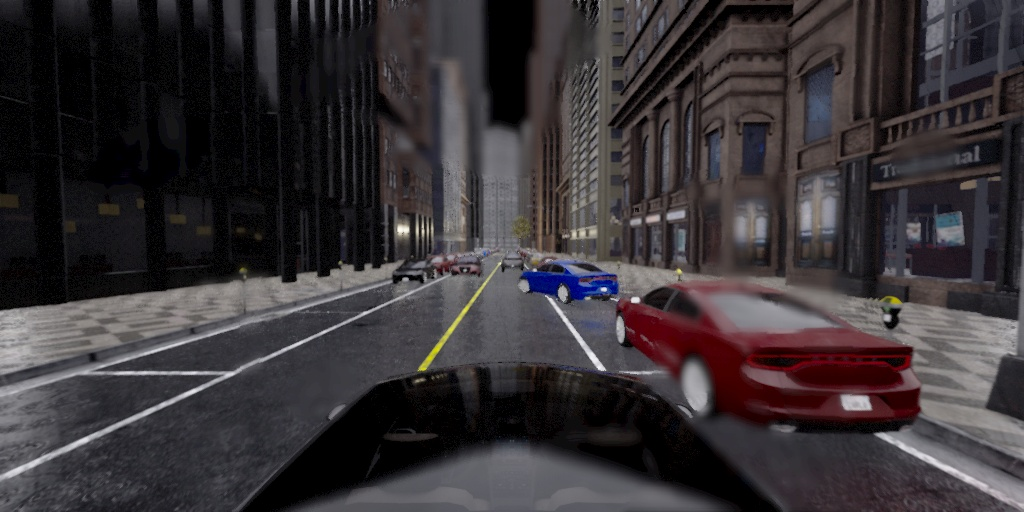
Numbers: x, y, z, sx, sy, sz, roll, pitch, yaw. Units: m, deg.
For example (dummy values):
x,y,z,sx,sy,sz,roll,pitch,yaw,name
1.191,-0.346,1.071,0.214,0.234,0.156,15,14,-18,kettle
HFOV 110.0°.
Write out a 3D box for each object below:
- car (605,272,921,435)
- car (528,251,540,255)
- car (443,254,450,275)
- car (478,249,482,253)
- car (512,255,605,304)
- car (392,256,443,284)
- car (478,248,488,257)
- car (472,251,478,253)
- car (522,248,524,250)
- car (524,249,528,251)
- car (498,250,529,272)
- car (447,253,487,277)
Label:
x,y,z,sx,sy,sz,roll,pitch,yaw,name
3.137,1.126,5.740,1.882,1.535,5.008,0,1,0,car
2.838,0.354,38.377,1.751,1.417,4.829,0,0,0,car
-5.682,0.661,26.950,1.888,1.381,4.507,0,0,0,car
-5.693,0.089,49.442,2.007,1.370,4.403,0,0,0,car
2.044,0.909,14.410,1.882,1.535,5.008,-1,2,-26,car
-5.679,0.824,21.326,1.948,1.339,4.313,0,0,0,car
-5.699,-0.205,60.688,2.007,1.370,4.403,0,0,0,car
-5.690,0.229,43.819,1.888,1.381,4.507,0,0,0,car
2.826,-0.211,60.697,1.888,1.381,4.507,0,0,0,car
2.832,0.089,49.452,2.007,1.370,4.403,0,0,0,car
0.063,0.513,30.690,2.128,1.511,4.902,0,2,0,car
-3.108,0.712,25.668,1.994,1.385,4.181,0,1,0,car
